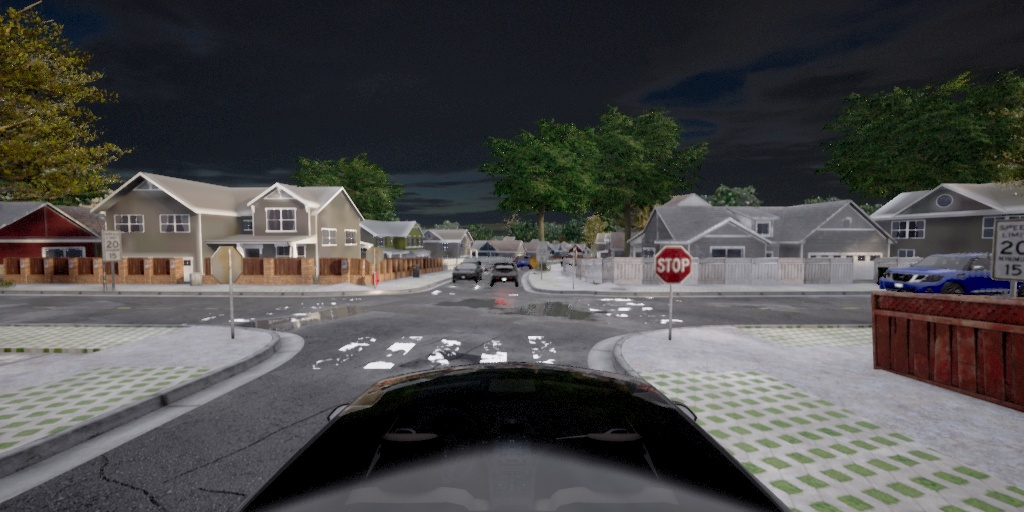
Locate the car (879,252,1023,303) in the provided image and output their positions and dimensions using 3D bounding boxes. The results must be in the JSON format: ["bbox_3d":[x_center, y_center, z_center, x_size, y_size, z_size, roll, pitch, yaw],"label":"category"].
[{"bbox_3d":[19.257,0.888,15.394,5.566,2.045,2.150,0,3,-3],"label":"car"}]

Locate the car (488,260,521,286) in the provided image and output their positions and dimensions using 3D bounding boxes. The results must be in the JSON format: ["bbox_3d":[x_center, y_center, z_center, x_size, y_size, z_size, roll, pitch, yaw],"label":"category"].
[{"bbox_3d":[-0.481,1.259,25.523,1.837,1.490,4.892,0,0,0],"label":"car"}]

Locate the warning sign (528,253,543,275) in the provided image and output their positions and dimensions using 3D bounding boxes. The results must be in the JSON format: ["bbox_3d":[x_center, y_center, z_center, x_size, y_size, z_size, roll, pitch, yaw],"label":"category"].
[{"bbox_3d":[2.157,0.892,34.922,1.300,1.860,1.060,0,0,3],"label":"warning sign"}]

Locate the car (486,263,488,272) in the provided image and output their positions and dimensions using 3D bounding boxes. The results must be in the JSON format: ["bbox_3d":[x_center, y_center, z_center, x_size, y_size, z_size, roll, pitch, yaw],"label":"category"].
[{"bbox_3d":[-2.269,1.344,45.530,1.994,1.385,4.181,0,0,6],"label":"car"}]

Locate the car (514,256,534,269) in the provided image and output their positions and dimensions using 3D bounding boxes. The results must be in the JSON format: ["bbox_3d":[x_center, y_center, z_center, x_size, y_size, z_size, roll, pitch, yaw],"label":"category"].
[{"bbox_3d":[2.203,1.034,57.031,2.150,2.045,5.566,0,0,10],"label":"car"}]

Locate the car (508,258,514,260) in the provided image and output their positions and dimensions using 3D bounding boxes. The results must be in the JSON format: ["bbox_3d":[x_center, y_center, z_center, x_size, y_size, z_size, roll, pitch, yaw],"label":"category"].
[{"bbox_3d":[0.147,1.122,61.759,2.128,1.511,4.902,0,0,11],"label":"car"}]

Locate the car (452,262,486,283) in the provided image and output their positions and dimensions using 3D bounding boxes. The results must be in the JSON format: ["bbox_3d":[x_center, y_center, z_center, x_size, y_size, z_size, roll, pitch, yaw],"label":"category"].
[{"bbox_3d":[-3.374,1.232,27.801,1.882,1.535,5.008,0,0,1],"label":"car"}]
